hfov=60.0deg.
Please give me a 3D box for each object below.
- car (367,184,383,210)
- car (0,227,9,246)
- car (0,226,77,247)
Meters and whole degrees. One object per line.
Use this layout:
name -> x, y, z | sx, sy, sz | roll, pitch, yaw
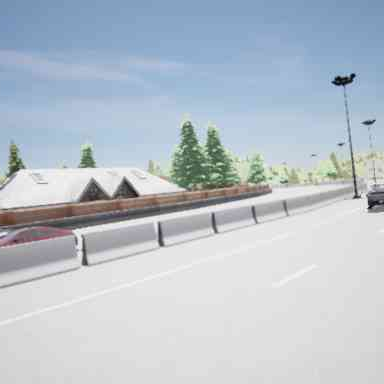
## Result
car -> 12.604, 0.203, 21.298 | 2.128, 1.511, 4.902 | -6, 0, 40
car -> -15.379, 3.348, 22.632 | 4.718, 1.301, 1.895 | -6, 0, -43
car -> -7.770, 2.420, 15.468 | 4.674, 1.442, 1.812 | -6, 0, -43
